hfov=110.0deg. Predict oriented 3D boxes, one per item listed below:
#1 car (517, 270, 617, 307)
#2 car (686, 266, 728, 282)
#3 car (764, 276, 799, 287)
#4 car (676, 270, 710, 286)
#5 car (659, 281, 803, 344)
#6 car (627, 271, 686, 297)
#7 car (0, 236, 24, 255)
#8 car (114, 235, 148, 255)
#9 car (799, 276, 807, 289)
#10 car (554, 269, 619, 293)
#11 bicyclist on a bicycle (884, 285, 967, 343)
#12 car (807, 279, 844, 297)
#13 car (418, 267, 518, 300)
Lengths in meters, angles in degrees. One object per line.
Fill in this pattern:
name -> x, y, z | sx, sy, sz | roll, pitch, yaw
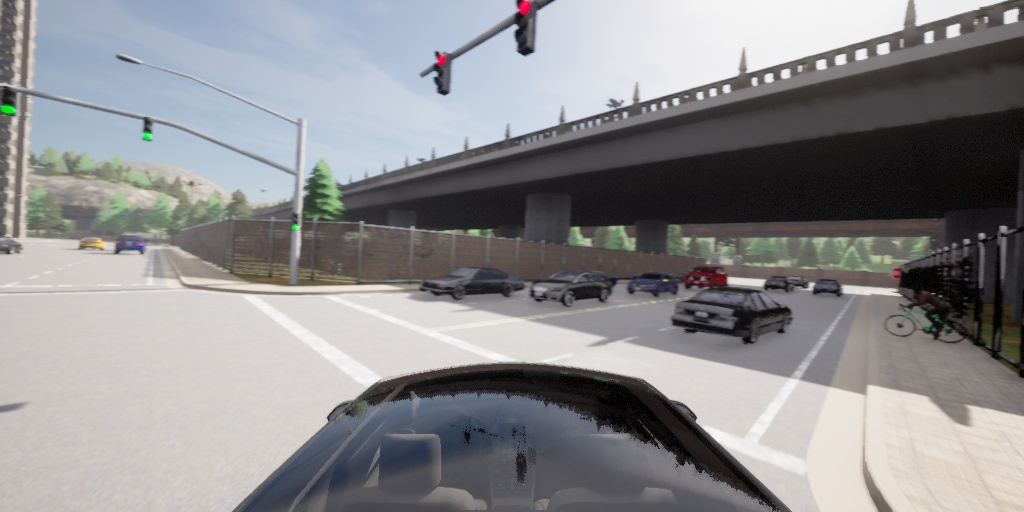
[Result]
car -> 2.856, 1.412, 16.769 | 2.128, 1.511, 4.902 | 3, 0, 45
car -> 16.685, 1.854, 30.611 | 2.150, 2.045, 5.566 | 3, 0, 44
car -> 25.507, 2.640, 34.249 | 2.033, 1.411, 5.357 | 3, 0, 45
car -> 19.276, 2.288, 38.118 | 4.674, 1.442, 1.812 | 3, 0, -44
car -> 6.920, 1.685, 11.073 | 5.357, 1.411, 2.033 | 3, 0, -40
car -> 9.181, 1.772, 23.099 | 1.812, 1.442, 4.674 | 3, 0, 45
car -> -40.797, -0.870, 28.404 | 1.994, 1.385, 4.181 | 3, 0, -43
car -> -40.605, -1.212, 38.177 | 2.150, 2.045, 5.566 | 3, 0, -45
car -> 33.945, 3.092, 42.719 | 4.181, 1.385, 1.994 | 3, 0, -45
car -> 5.077, 1.631, 23.955 | 1.895, 1.301, 4.718 | 3, 0, 45
bicyclist on a bicycle -> 12.431, 1.728, 10.818 | 1.656, 1.620, 0.582 | 3, 0, 45
car -> 28.100, 2.778, 31.902 | 2.033, 1.411, 5.357 | 3, 0, 45
car -> -1.687, 1.229, 17.168 | 2.033, 1.411, 5.357 | 3, 0, 45
